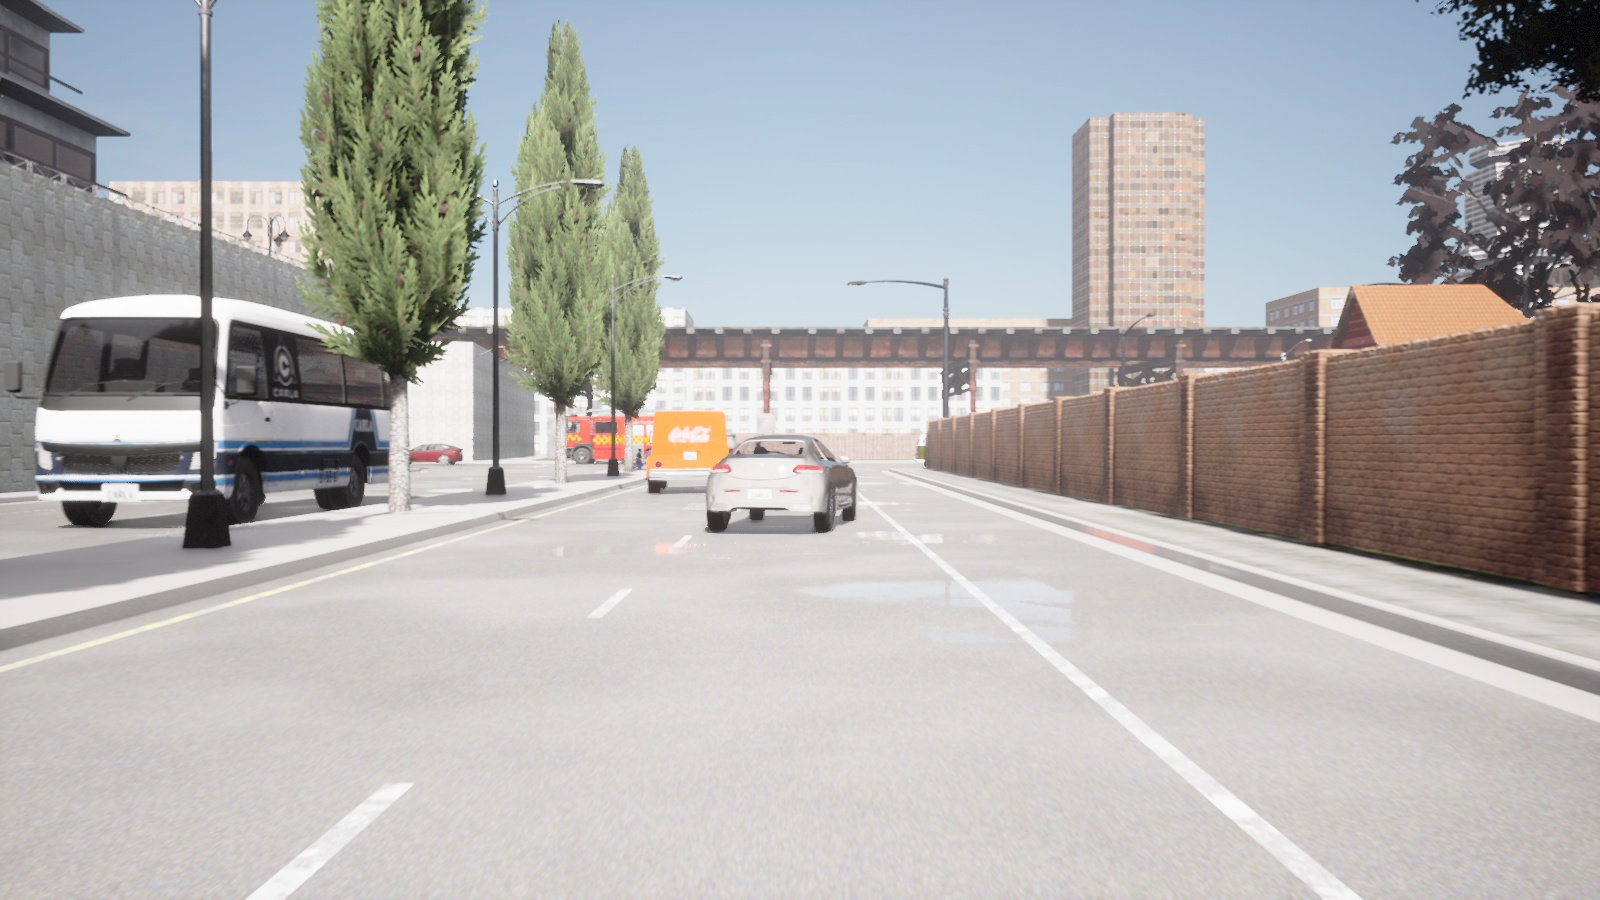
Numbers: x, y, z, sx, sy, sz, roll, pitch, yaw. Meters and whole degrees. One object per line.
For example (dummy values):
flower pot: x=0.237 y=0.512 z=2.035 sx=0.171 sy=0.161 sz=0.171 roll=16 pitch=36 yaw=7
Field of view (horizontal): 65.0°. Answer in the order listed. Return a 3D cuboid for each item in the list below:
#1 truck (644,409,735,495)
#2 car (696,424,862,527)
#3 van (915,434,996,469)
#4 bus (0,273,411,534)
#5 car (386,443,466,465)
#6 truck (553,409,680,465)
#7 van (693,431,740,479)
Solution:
truck: x=-3.436 y=0.037 z=39.072 sx=2.627 sy=2.467 sz=5.204 roll=0 pitch=0 yaw=-5
car: x=-0.224 y=0.397 z=22.769 sx=2.152 sy=1.651 sz=5.027 roll=0 pitch=0 yaw=9
van: x=9.102 y=0.060 z=73.883 sx=4.480 sy=2.038 sz=2.069 roll=0 pitch=0 yaw=-1
bus: x=-11.507 y=-0.783 z=25.553 sx=3.944 sy=4.253 sz=10.273 roll=0 pitch=0 yaw=0
car: x=-25.188 y=0.250 z=84.659 sx=4.792 sy=1.488 sz=2.163 roll=0 pitch=0 yaw=0
truck: x=-12.803 y=-0.924 z=88.053 sx=8.468 sy=3.827 sz=2.891 roll=0 pitch=0 yaw=0
van: x=-3.563 y=0.191 z=54.208 sx=1.775 sy=1.987 sz=4.442 roll=0 pitch=0 yaw=0
